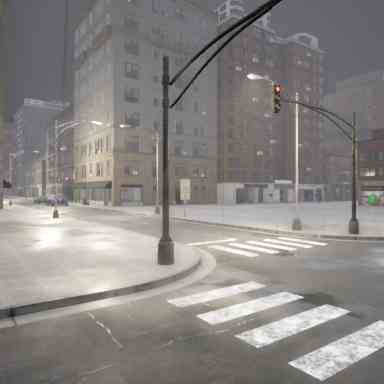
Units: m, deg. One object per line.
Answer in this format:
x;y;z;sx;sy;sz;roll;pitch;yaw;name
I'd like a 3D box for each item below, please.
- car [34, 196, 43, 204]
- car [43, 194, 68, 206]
-25.409;1.288;56.331;1.994;1.385;4.181;0;0;-36;car
-19.612;1.119;48.219;2.097;1.767;4.553;0;0;-36;car
